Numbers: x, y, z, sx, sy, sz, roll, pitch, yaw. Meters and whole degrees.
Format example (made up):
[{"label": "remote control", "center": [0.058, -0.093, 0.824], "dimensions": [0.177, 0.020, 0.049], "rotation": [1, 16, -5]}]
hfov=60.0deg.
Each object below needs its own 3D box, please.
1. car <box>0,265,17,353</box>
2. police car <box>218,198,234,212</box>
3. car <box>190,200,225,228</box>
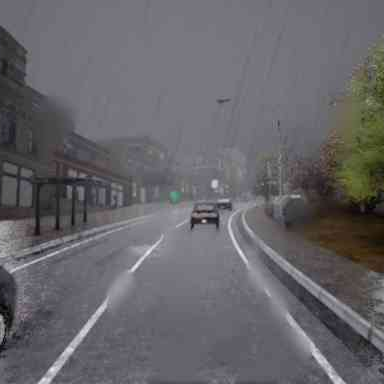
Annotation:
[{"label": "car", "center": [-3.563, 1.518, 3.091], "dimensions": [1.837, 1.490, 4.892], "rotation": [0, 0, 0]}, {"label": "police car", "center": [4.147, 1.517, 41.232], "dimensions": [1.930, 1.638, 5.238], "rotation": [-1, 0, 13]}, {"label": "car", "center": [0.975, 1.561, 22.623], "dimensions": [2.128, 1.511, 4.902], "rotation": [-1, 0, 6]}]
